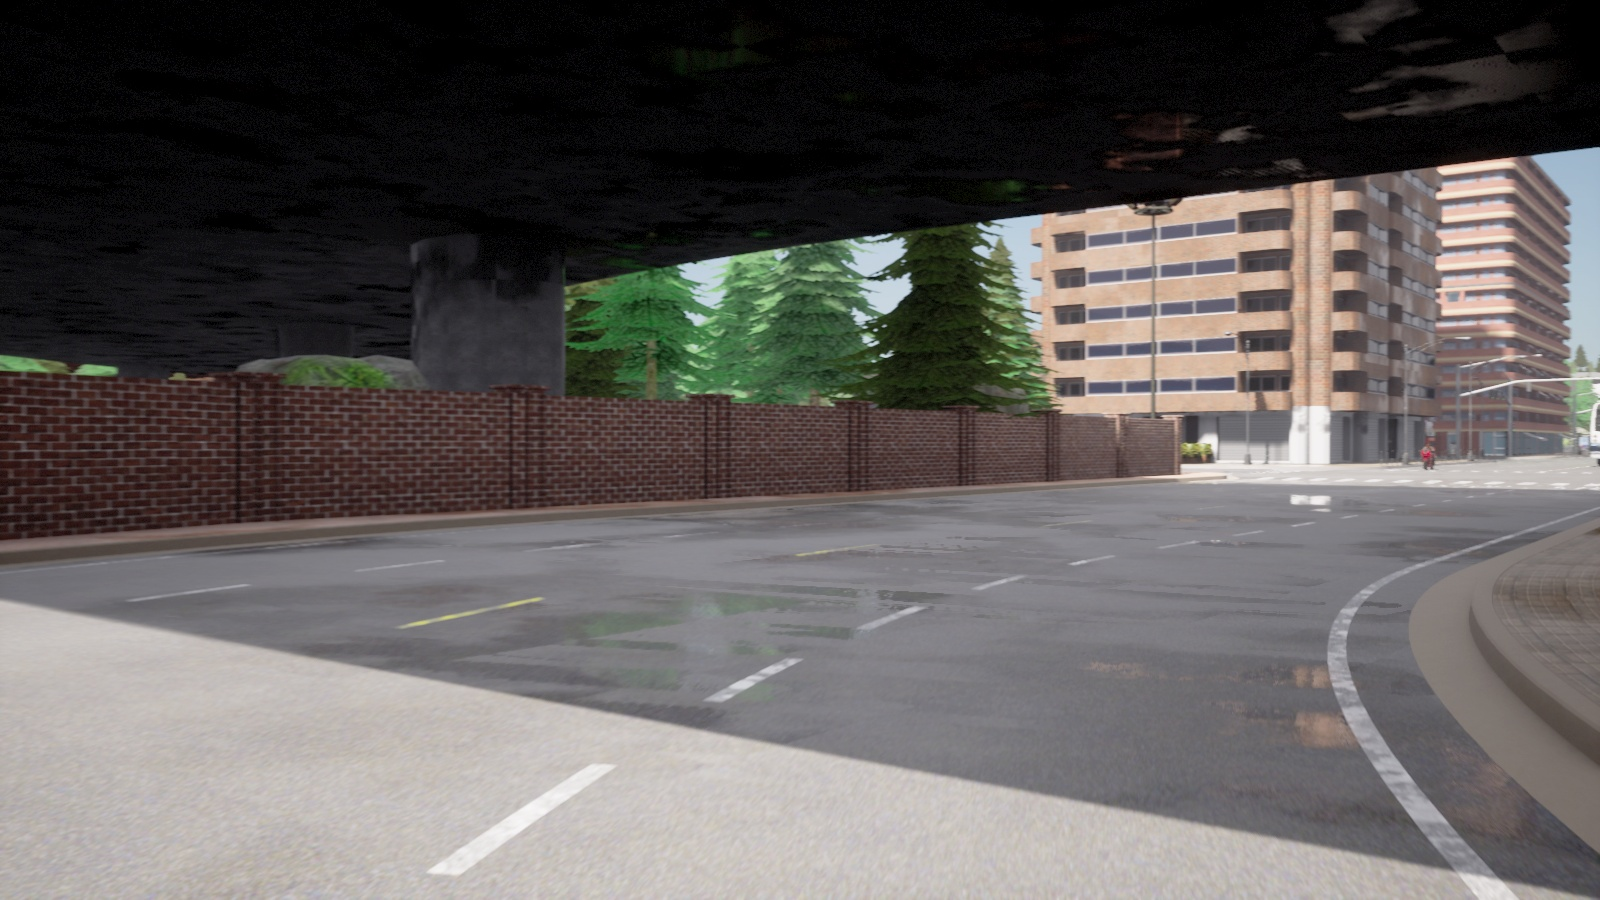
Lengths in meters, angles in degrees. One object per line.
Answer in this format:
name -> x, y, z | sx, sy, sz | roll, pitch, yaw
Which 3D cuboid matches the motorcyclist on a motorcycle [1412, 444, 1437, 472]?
motorcyclist on a motorcycle -> 34.269, 0.417, 68.899 | 0.797, 1.523, 2.044 | 0, 0, 38
